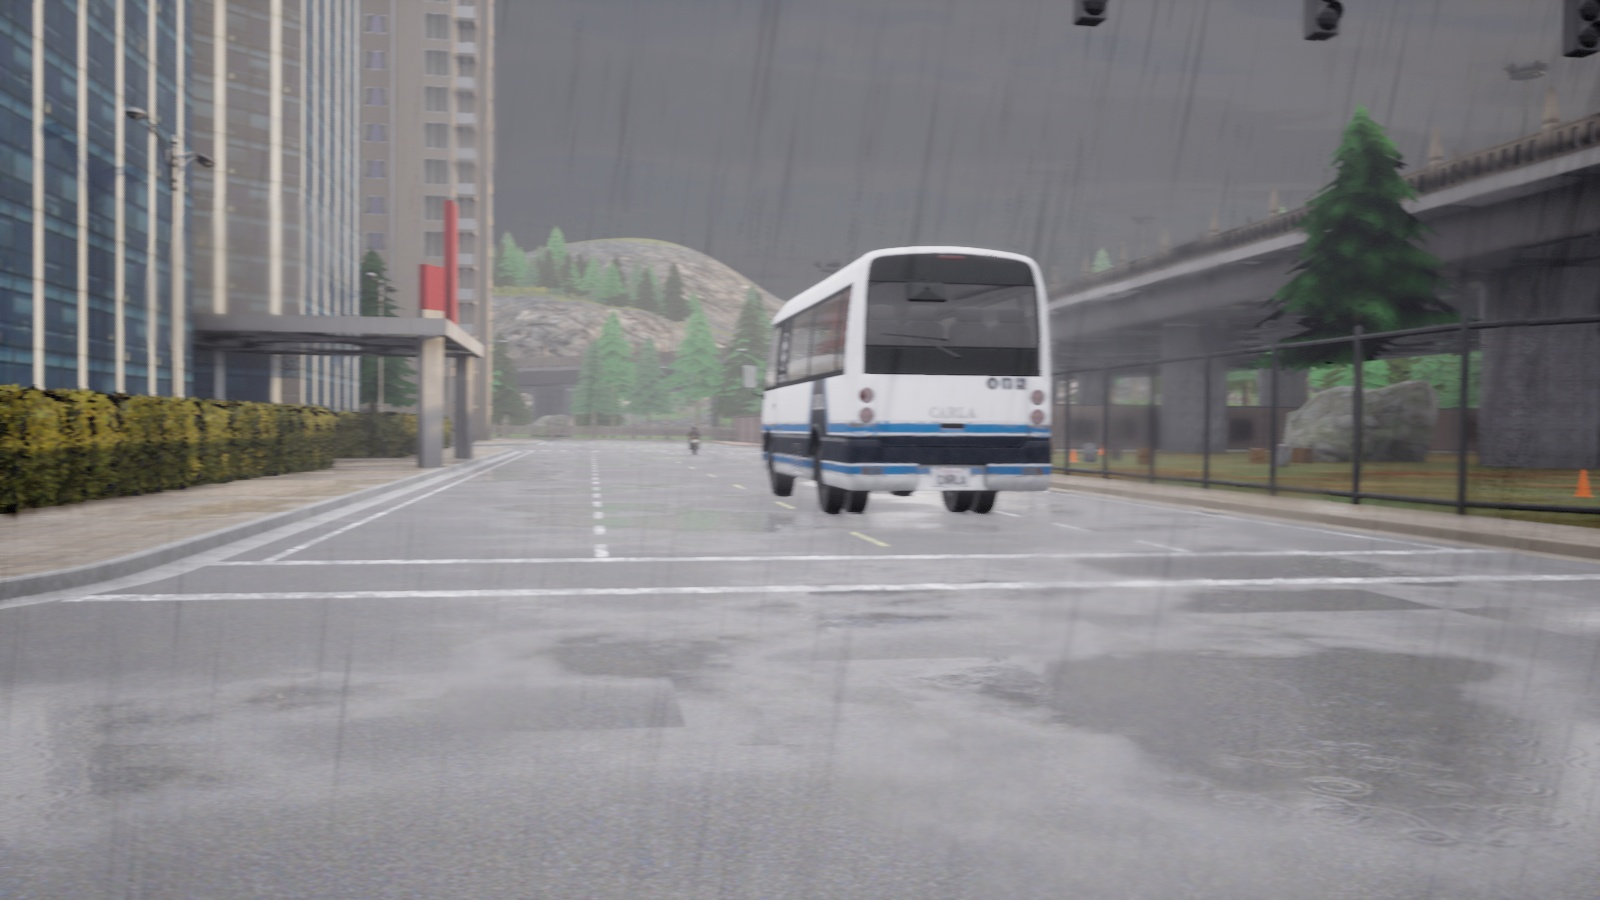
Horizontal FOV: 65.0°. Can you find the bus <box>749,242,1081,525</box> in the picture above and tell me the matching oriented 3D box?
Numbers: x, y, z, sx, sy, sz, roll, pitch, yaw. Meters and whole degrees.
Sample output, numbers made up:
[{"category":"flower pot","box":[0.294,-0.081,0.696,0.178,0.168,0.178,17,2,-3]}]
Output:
[{"category":"bus","box":[1.598,-1.100,24.267,3.944,4.253,10.273,-1,1,-9]}]
